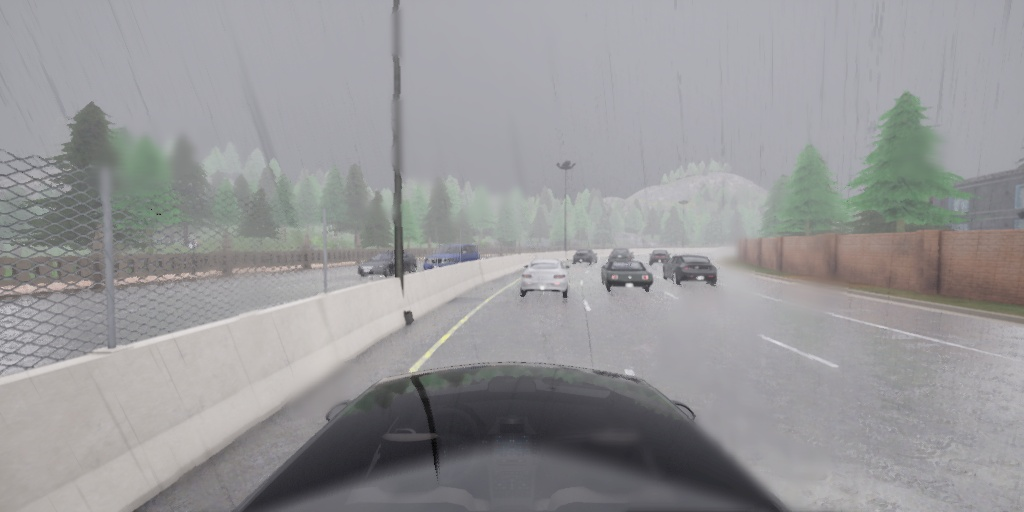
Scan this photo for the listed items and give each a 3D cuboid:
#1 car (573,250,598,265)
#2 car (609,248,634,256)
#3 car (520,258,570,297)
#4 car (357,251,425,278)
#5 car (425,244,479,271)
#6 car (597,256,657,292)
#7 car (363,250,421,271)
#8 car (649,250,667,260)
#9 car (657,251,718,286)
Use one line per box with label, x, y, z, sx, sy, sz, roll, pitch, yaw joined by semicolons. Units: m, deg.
car;7.457;0.103;36.294;1.837;1.490;4.892;1;2;22
car;10.789;-0.011;35.192;2.097;1.767;4.553;1;2;22
car;1.460;0.824;15.228;1.812;1.442;4.674;0;2;9
car;-7.884;0.519;23.075;2.128;1.511;4.902;0;2;13
car;-3.982;0.205;24.538;2.150;2.045;5.566;0;2;15
car;5.275;0.843;16.993;1.895;1.301;4.718;0;2;11
car;-9.803;0.296;29.706;2.128;1.511;4.902;1;2;16
car;14.664;0.138;35.413;1.837;1.490;4.892;1;2;23
car;9.305;0.682;19.054;1.837;1.490;4.892;0;2;12
